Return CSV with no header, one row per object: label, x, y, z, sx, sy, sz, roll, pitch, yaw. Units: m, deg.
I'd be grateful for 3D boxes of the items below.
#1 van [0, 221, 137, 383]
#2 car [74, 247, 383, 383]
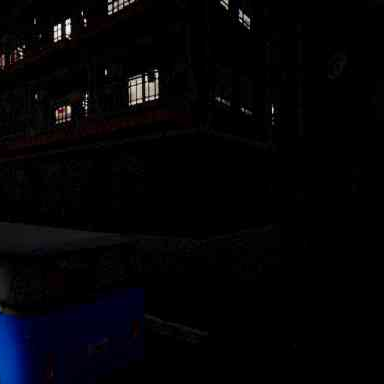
van,-2.454,1.343,4.475,3.998,1.788,1.690,0,-1,36
car,2.036,1.315,1.243,5.009,1.841,2.192,0,-1,36
